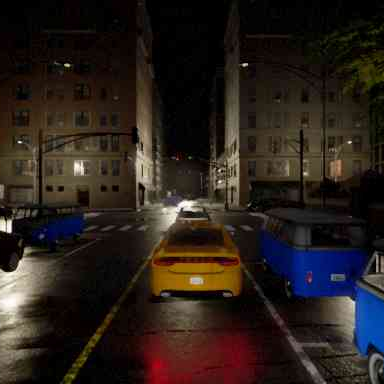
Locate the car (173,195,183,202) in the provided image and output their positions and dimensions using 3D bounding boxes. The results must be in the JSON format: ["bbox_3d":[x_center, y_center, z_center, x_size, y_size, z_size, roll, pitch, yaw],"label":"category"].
[{"bbox_3d":[-3.195,1.523,75.107,2.033,1.411,5.357,0,0,-1],"label":"car"}]

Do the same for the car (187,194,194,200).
[{"bbox_3d":[-0.317,1.321,88.806,1.837,1.490,4.892,0,0,-1],"label":"car"}]

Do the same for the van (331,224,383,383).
[{"bbox_3d":[2.679,1.341,2.331,1.690,1.788,3.998,0,0,0],"label":"van"}]

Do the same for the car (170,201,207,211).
[{"bbox_3d":[0.074,1.486,17.995,2.128,1.511,4.902,0,0,0],"label":"car"}]

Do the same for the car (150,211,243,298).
[{"bbox_3d":[0.113,1.477,8.576,1.882,1.535,5.008,0,0,1],"label":"car"}]

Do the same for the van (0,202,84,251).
[{"bbox_3d":[-5.798,1.338,13.676,1.690,1.788,3.998,0,0,0],"label":"van"}]

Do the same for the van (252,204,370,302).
[{"bbox_3d":[2.704,1.340,7.989,1.690,1.788,3.998,0,0,0],"label":"van"}]

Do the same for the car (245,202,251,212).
[{"bbox_3d":[7.994,1.353,35.906,4.553,1.767,2.097,0,0,1],"label":"car"}]

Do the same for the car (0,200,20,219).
[{"bbox_3d":[-17.904,1.487,28.880,4.902,1.511,2.128,0,0,-1],"label":"car"}]

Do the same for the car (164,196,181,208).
[{"bbox_3d":[-3.055,1.463,48.954,1.882,1.535,5.008,0,0,0],"label":"car"}]

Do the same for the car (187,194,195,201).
[{"bbox_3d":[-0.228,1.572,78.833,1.895,1.301,4.718,0,0,-1],"label":"car"}]

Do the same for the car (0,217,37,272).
[{"bbox_3d":[-5.823,1.544,8.016,1.887,1.381,4.507,0,0,0],"label":"car"}]

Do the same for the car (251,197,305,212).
[{"bbox_3d":[8.690,1.479,32.576,4.902,1.511,2.128,0,0,-1],"label":"car"}]
